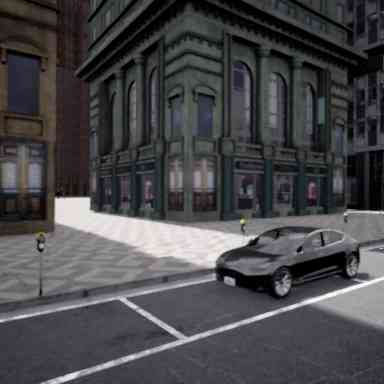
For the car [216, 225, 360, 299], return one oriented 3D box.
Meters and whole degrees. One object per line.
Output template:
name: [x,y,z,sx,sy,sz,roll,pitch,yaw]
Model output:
car: [2.595,1.567,8.499,4.313,1.339,1.947,0,0,-36]
